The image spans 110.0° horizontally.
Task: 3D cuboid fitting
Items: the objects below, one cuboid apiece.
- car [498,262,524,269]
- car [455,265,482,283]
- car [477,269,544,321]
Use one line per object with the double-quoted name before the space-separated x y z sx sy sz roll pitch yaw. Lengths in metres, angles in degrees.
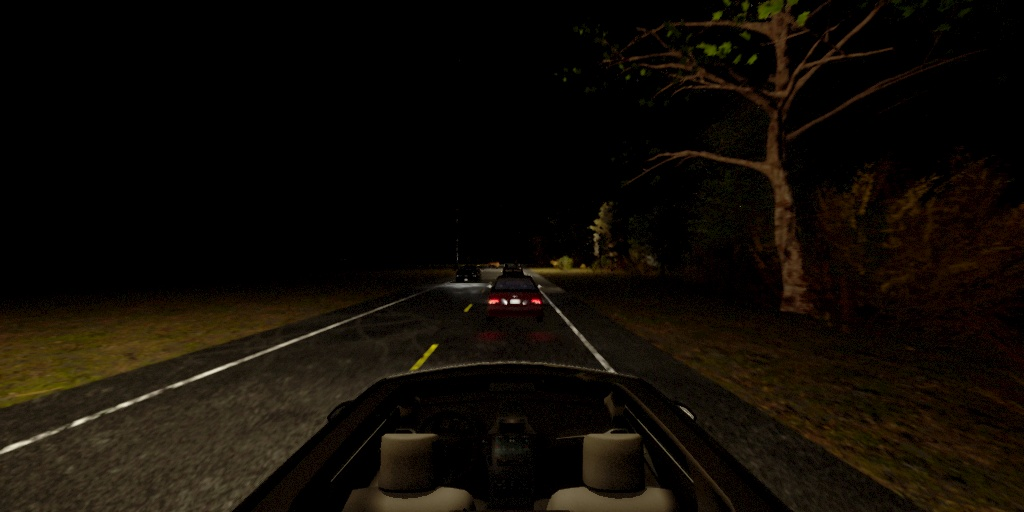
"car" 0.091 1.461 32.748 2.128 1.511 4.902 0 0 0
"car" -3.607 1.502 30.743 2.033 1.411 5.357 0 0 0
"car" 0.093 1.376 12.806 2.033 1.411 5.357 0 0 0
